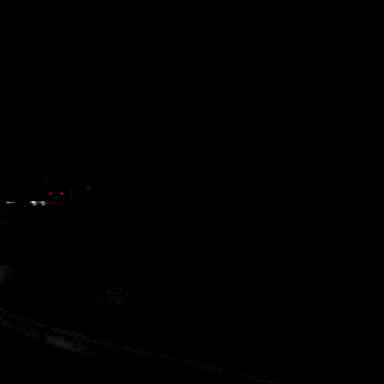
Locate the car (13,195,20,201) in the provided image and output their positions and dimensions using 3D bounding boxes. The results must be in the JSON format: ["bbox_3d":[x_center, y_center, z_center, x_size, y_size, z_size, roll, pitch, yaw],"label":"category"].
[{"bbox_3d":[-29.741,0.647,51.238,4.553,1.767,2.185,-1,0,-13],"label":"car"}]

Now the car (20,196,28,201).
[{"bbox_3d":[-30.179,0.796,54.130,5.366,1.575,1.946,-1,0,-13],"label":"car"}]

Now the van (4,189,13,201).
[{"bbox_3d":[-29.149,0.531,48.258,4.442,1.987,1.878,-1,0,-13],"label":"van"}]

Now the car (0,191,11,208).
[{"bbox_3d":[-18.791,0.920,30.870,1.994,1.385,4.181,-1,2,-13],"label":"car"}]

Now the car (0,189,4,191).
[{"bbox_3d":[-27.677,0.487,42.243,5.566,2.045,2.435,-1,0,-13],"label":"car"}]

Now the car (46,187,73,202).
[{"bbox_3d":[-19.388,0.370,48.790,2.150,2.045,5.566,-1,0,-13],"label":"car"}]

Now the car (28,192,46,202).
[{"bbox_3d":[-23.424,0.754,51.960,2.033,1.411,5.357,-1,0,-13],"label":"car"}]

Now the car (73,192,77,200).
[{"bbox_3d":[-21.646,0.665,58.928,1.882,1.535,5.008,-1,1,-13],"label":"car"}]
